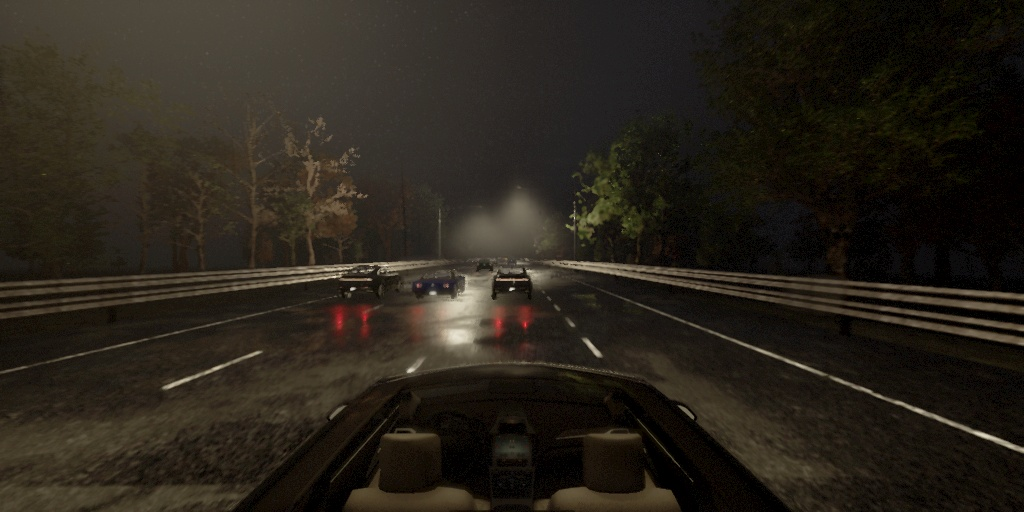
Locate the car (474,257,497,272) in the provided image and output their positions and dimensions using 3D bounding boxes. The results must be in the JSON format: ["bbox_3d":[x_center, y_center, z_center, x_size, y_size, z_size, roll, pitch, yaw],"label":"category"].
[{"bbox_3d":[-3.515,1.126,47.761,2.097,1.767,4.553,0,0,0],"label":"car"}]

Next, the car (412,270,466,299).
[{"bbox_3d":[-3.505,1.356,18.156,1.895,1.301,4.718,0,0,0],"label":"car"}]

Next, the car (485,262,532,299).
[{"bbox_3d":[-0.005,1.248,18.082,2.128,1.511,4.902,0,0,0],"label":"car"}]

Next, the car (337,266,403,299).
[{"bbox_3d":[-7.004,1.247,18.202,2.128,1.511,4.902,0,0,0],"label":"car"}]
